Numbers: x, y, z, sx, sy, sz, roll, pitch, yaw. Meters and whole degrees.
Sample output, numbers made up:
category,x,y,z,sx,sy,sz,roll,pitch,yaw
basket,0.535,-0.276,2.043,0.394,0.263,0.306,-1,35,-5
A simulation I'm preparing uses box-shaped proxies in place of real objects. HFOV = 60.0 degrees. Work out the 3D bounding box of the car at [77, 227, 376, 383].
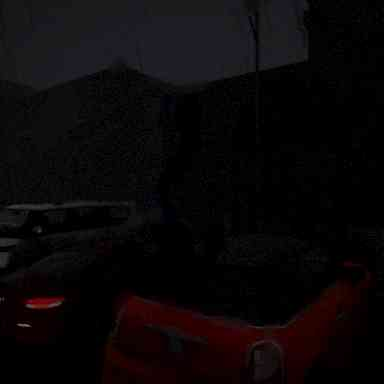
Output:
category,x,y,z,sx,sy,sz,roll,pitch,yaw
car,1.087,1.353,4.542,2.185,1.767,4.553,0,0,36

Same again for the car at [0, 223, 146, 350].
category,x,y,z,sx,sy,sz,roll,pitch,yaw
car,-1.156,1.520,6.180,2.002,1.452,4.674,0,0,35

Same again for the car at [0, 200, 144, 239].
category,x,y,z,sx,sy,sz,roll,pitch,yaw
car,-3.431,1.237,7.771,2.435,2.045,5.566,0,0,36
